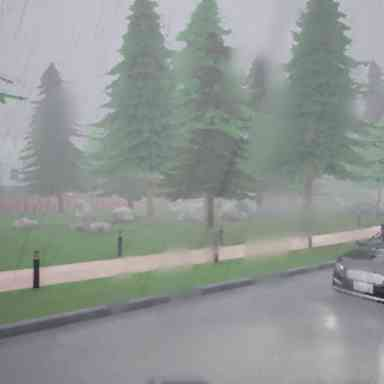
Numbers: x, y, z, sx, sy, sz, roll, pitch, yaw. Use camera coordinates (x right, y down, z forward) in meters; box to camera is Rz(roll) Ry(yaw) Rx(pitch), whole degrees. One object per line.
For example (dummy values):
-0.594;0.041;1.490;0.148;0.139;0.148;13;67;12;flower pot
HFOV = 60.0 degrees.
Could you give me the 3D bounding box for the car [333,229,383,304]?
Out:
5.250;1.579;7.823;4.902;1.511;2.128;1;0;-36;car
